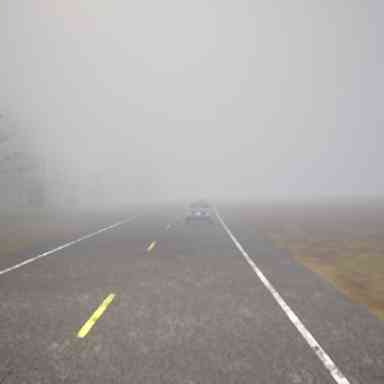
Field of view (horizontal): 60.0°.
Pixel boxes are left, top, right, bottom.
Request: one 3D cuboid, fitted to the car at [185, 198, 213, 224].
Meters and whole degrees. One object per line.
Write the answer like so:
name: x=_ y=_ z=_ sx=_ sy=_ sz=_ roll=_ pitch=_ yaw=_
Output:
car: x=0.499 y=1.413 z=23.721 sx=2.033 sy=1.411 sz=5.357 roll=0 pitch=0 yaw=2
